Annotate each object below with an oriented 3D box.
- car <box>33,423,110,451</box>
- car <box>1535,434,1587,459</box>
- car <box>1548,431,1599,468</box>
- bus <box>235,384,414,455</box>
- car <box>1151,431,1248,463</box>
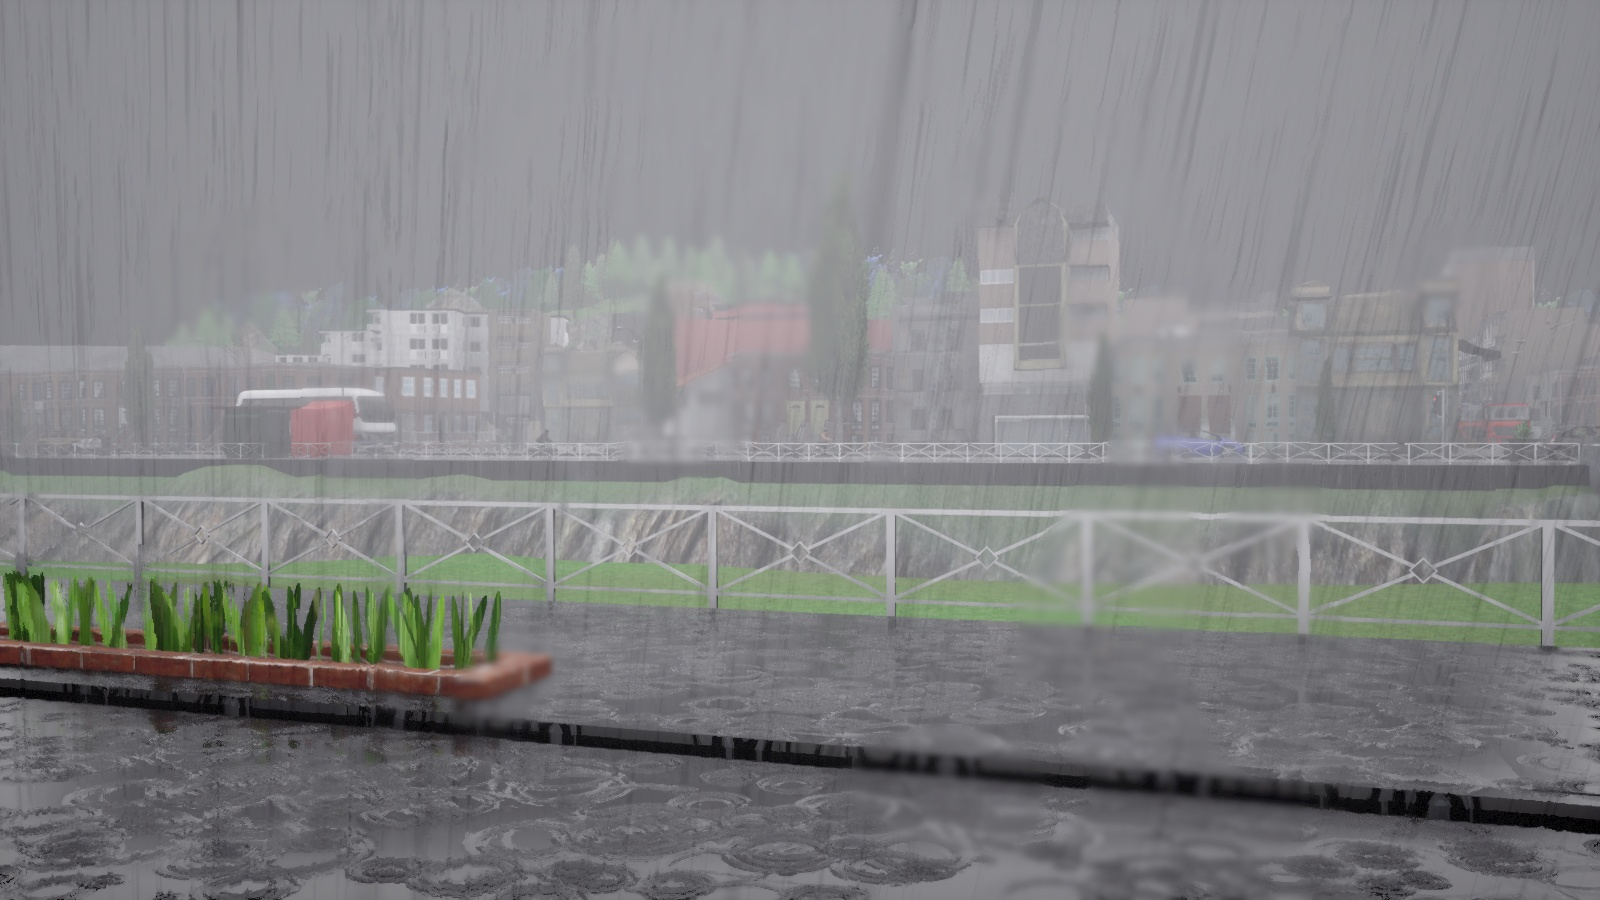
[{"bbox_3d":[-49.572,-0.911,85.475,4.605,1.855,1.932,1,1,19],"label":"car"},{"bbox_3d":[46.844,-0.223,77.386,1.816,1.474,4.193,1,1,19],"label":"car"},{"bbox_3d":[35.687,-0.036,55.864,3.988,1.617,1.851,1,1,36],"label":"car"},{"bbox_3d":[-29.827,-1.924,78.825,10.273,4.253,3.944,1,1,19],"label":"bus"},{"bbox_3d":[19.760,-0.148,62.185,4.514,1.525,2.007,1,1,18],"label":"car"}]
